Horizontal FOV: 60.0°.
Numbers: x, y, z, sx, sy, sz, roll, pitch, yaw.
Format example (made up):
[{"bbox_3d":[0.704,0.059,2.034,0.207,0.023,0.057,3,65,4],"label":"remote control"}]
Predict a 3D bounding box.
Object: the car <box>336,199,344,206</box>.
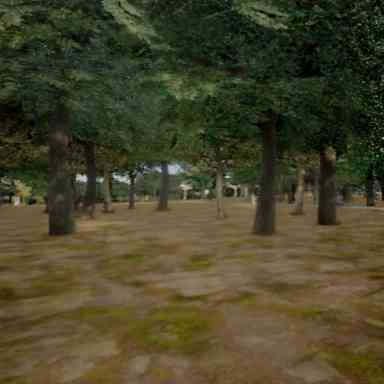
[{"bbox_3d":[28.936,2.152,68.244,2.128,1.511,4.902,1,-1,-19],"label":"car"}]
